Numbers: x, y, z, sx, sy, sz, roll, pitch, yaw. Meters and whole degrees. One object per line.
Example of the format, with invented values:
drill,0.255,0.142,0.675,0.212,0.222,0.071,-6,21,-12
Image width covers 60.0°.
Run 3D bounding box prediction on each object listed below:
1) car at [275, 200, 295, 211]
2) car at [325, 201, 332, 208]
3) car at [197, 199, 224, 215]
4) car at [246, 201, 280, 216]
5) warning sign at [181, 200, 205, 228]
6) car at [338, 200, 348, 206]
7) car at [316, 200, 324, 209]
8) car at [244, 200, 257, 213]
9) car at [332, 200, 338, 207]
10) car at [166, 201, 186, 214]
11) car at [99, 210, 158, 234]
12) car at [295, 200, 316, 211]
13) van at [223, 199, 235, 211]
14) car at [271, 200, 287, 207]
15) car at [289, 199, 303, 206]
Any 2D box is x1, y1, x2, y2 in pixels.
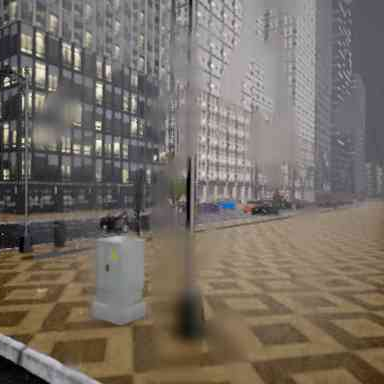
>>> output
car,14.492,2.032,53.653,2.097,1.767,4.553,1,0,35
car,24.804,2.291,63.800,1.967,1.590,4.097,0,0,35
car,1.648,1.991,40.578,1.812,1.442,4.674,1,0,35
car,8.708,2.140,40.628,1.947,1.339,4.313,0,-1,35
warning sign,0.065,1.531,23.979,1.300,1.860,1.060,2,1,35
car,34.460,2.581,77.702,1.947,1.339,4.313,0,0,35
car,21.583,2.377,59.165,1.802,1.307,4.206,0,0,35
car,8.875,1.936,45.481,2.097,1.767,4.553,1,0,35
car,28.021,2.472,68.433,1.947,1.339,4.313,0,0,35
car,-1.387,1.859,40.784,1.967,1.590,4.097,0,-1,35
car,-4.060,1.900,22.020,2.008,1.369,4.403,0,-1,35
car,18.365,2.306,54.531,1.947,1.339,4.313,0,0,35
van,5.049,1.872,50.051,1.690,1.788,3.998,0,0,35
car,17.921,2.334,68.581,1.802,1.307,4.206,0,0,35
car,24.357,2.428,77.848,1.947,1.339,4.313,0,0,35
